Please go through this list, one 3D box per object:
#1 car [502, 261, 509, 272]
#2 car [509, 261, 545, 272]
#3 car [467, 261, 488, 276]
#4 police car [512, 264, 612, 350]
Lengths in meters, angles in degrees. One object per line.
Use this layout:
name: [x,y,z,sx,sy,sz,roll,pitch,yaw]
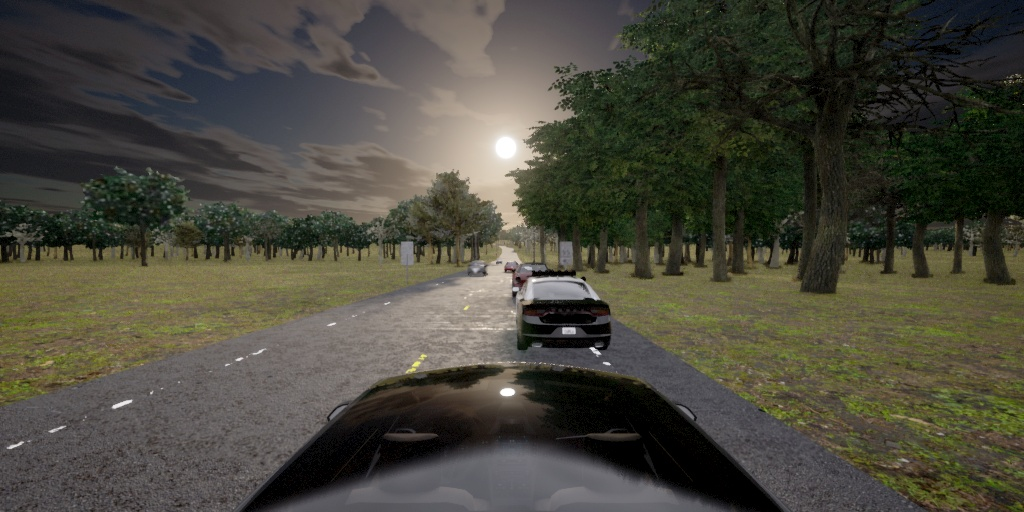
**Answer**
car: [0.019,1.370,46.848,1.994,1.385,4.181,0,0,0]
car: [1.044,1.102,19.040,2.097,1.767,4.553,0,0,0]
car: [-3.608,1.267,37.937,2.128,1.511,4.902,0,0,0]
police car: [1.047,1.173,9.175,1.930,1.638,5.238,0,0,0]
